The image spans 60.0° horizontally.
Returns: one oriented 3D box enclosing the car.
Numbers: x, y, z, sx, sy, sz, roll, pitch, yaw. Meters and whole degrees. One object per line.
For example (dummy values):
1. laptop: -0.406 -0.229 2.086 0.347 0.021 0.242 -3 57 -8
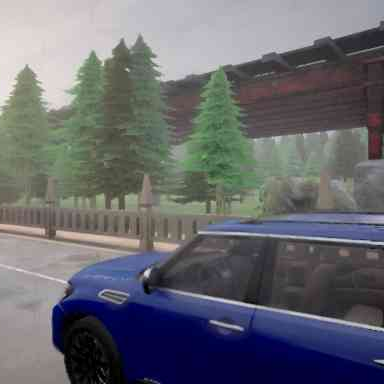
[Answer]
1. car: 0.953 1.222 3.314 5.566 2.045 2.150 0 0 36
